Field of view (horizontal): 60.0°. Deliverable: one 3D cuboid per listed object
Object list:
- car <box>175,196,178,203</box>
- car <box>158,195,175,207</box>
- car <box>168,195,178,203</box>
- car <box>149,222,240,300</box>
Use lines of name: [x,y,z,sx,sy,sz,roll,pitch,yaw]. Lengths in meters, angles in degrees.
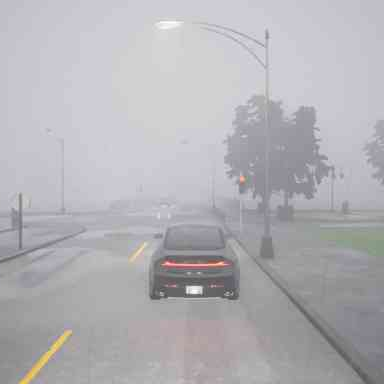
car: [-4.087,1.601,60.199,1.895,1.301,4.718,0,0,0]
car: [-4.109,1.505,50.805,1.837,1.490,4.892,0,0,0]
car: [-4.020,1.500,70.413,1.837,1.490,4.892,0,0,0]
car: [0.058,1.505,8.372,1.837,1.490,4.892,0,0,0]
